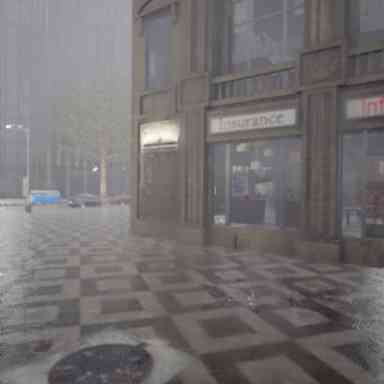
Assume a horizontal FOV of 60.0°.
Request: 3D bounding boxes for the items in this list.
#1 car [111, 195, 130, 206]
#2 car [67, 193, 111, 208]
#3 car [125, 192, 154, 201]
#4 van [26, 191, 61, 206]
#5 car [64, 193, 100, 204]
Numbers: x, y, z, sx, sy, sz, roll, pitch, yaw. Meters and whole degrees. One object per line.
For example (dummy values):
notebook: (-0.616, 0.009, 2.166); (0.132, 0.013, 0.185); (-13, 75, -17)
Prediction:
car: (-8.188, 0.981, 40.944); (1.887, 1.381, 4.507); (2, 2, 36)
car: (-11.480, 1.071, 36.393); (1.947, 1.339, 4.313); (2, 2, 36)
car: (-8.614, 0.684, 54.900); (1.752, 1.417, 4.829); (2, 2, 36)
van: (-18.391, 0.721, 41.375); (1.690, 1.788, 3.998); (2, 2, 36)
car: (-15.102, 0.861, 45.932); (2.008, 1.369, 4.403); (2, 2, 36)
